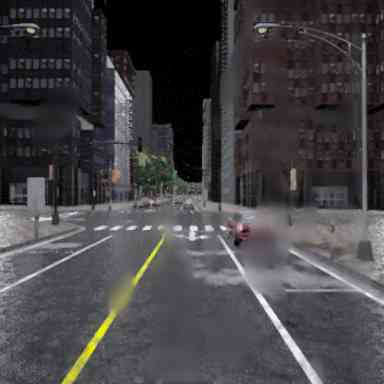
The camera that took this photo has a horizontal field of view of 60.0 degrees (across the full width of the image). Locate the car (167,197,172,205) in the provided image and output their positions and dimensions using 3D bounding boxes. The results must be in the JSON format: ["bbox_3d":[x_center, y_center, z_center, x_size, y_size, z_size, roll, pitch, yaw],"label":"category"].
[{"bbox_3d":[-6.435,2.435,79.991,1.837,1.490,4.892,0,-1,0],"label":"car"}]

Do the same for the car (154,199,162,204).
[{"bbox_3d":[-9.255,2.658,90.182,1.802,1.307,4.206,0,-1,0],"label":"car"}]

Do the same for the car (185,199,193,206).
[{"bbox_3d":[-0.671,2.474,79.371,1.887,1.381,4.507,0,-1,0],"label":"car"}]

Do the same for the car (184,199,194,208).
[{"bbox_3d":[-0.583,2.153,63.099,1.967,1.590,4.097,0,-1,0],"label":"car"}]

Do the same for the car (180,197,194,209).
[{"bbox_3d":[-0.554,2.082,57.675,1.967,1.590,4.097,0,-1,0],"label":"car"}]

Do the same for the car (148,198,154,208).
[{"bbox_3d":[-9.109,2.027,63.058,2.192,1.841,5.009,0,-1,0],"label":"car"}]

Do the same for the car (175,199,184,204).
[{"bbox_3d":[-3.511,2.618,94.248,2.128,1.511,4.902,0,-1,0],"label":"car"}]

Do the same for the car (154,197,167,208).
[{"bbox_3d":[-6.367,2.202,63.990,1.882,1.535,5.008,0,-1,0],"label":"car"}]

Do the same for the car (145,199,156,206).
[{"bbox_3d":[-9.166,2.379,73.736,1.752,1.417,4.829,0,-1,0],"label":"car"}]

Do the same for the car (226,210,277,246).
[{"bbox_3d":[2.774,1.620,16.281,1.967,1.590,4.097,0,-1,0],"label":"car"}]

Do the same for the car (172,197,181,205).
[{"bbox_3d":[-3.458,2.590,84.280,1.895,1.301,4.718,0,-1,0],"label":"car"}]

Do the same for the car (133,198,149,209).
[{"bbox_3d":[-9.078,2.207,57.629,1.947,1.339,4.313,0,-1,0],"label":"car"}]

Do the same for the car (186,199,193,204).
[{"bbox_3d":[-0.731,2.605,90.390,1.752,1.417,4.829,0,-1,0],"label":"car"}]
